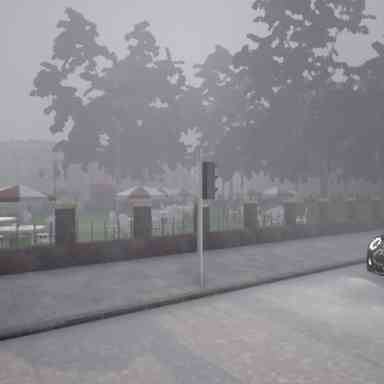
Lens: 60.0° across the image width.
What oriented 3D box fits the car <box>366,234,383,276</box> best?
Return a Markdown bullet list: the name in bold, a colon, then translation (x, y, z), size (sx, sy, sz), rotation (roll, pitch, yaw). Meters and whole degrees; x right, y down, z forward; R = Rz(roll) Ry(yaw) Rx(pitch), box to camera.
- **car**: translation (6.769, 1.336, 9.016), size (4.553, 1.767, 2.097), rotation (0, 0, -33)
